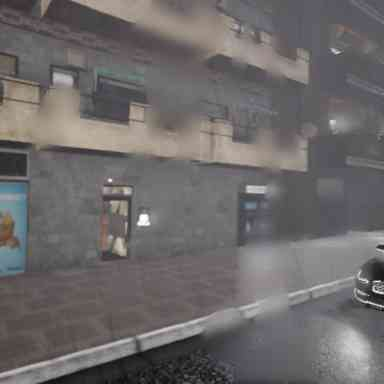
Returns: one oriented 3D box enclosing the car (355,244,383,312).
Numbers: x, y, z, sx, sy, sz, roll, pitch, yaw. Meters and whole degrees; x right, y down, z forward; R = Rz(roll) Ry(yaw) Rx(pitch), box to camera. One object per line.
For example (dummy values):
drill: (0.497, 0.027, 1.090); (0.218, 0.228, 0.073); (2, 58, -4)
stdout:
car: (5.269, 1.509, 6.828); (4.892, 1.490, 1.837); (0, 0, -35)
